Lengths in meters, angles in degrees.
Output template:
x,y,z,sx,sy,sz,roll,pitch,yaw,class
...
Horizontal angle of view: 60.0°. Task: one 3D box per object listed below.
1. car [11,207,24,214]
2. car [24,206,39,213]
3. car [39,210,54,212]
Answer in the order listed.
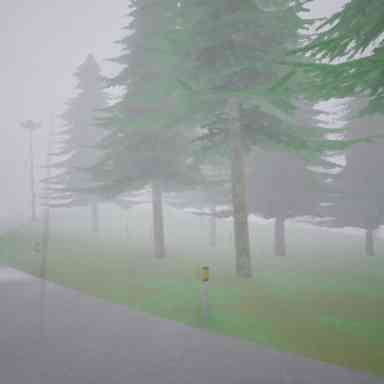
x,y,z,sx,sy,sz,roll,pitch,yaw,class
-42.464,4.365,81.238,2.097,1.767,4.553,-2,-1,-9,car
-39.007,4.420,81.809,1.812,1.442,4.674,-2,-1,-9,car
-35.552,4.306,82.356,1.812,1.442,4.674,-2,-1,-9,car
